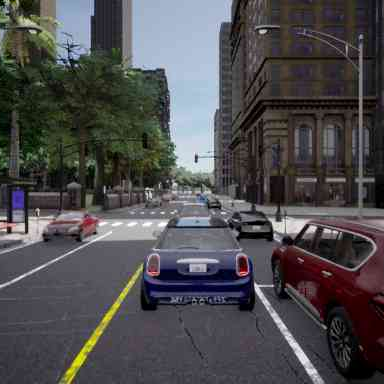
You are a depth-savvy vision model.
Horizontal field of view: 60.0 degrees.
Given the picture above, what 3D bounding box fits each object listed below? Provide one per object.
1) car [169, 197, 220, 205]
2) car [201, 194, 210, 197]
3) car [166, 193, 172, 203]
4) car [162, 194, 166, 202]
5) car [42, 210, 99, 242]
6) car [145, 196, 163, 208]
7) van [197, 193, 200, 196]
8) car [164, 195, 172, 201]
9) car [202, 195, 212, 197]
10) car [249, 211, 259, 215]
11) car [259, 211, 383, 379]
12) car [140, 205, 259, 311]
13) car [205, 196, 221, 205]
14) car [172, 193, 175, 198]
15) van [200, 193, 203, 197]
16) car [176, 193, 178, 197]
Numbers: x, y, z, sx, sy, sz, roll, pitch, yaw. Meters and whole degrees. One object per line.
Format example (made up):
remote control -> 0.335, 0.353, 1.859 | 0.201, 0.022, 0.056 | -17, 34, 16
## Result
car -> 0.102, 1.348, 17.473 | 2.097, 1.767, 4.553 | 0, 0, 0
car -> 2.766, 1.499, 53.737 | 1.752, 1.417, 4.829 | 0, 0, 0
car -> -5.758, 1.397, 69.849 | 1.967, 1.590, 4.097 | 0, 0, 0
car -> -5.760, 1.414, 53.587 | 1.967, 1.590, 4.097 | 0, 0, 0
car -> -5.764, 1.578, 16.308 | 1.802, 1.307, 4.206 | 0, 0, 0
car -> -5.761, 1.529, 48.168 | 2.008, 1.369, 4.403 | 0, 0, 0
van -> 2.768, 1.283, 80.669 | 1.690, 1.788, 3.998 | 0, 0, 0
car -> -5.757, 1.467, 80.520 | 1.752, 1.417, 4.829 | 0, 0, 0
car -> 2.765, 1.544, 48.147 | 1.947, 1.339, 4.313 | 0, 0, 0
car -> 2.761, 1.562, 16.290 | 1.947, 1.339, 4.313 | 0, 0, 0
car -> 2.759, 1.314, 5.439 | 2.192, 1.841, 5.009 | 0, 0, 0
car -> 0.104, 1.351, 7.939 | 2.097, 1.767, 4.553 | 0, 0, 0
car -> 2.764, 1.548, 42.726 | 1.947, 1.339, 4.313 | 0, 0, 0
car -> -5.758, 1.265, 75.269 | 2.192, 1.841, 5.009 | 0, 0, 0
van -> 2.765, 1.310, 58.987 | 1.690, 1.788, 3.998 | 0, 0, 0
car -> -5.756, 1.240, 91.530 | 2.192, 1.841, 5.009 | 0, 0, 0
